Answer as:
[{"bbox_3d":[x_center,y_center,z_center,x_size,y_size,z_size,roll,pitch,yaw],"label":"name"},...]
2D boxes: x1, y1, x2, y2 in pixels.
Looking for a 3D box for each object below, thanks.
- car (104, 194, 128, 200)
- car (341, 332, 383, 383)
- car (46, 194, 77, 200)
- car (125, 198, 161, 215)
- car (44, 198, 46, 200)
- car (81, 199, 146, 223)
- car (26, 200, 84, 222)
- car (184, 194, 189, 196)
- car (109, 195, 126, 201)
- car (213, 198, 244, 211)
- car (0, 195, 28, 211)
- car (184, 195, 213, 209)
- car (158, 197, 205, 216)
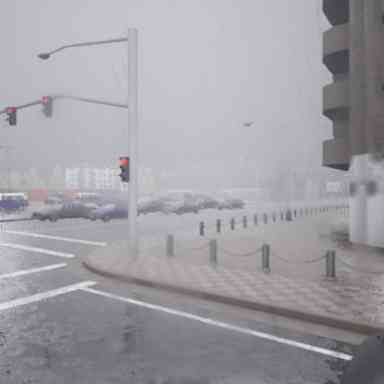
[{"bbox_3d":[-12.752,1.504,57.767,1.970,1.475,3.806,0,0,36],"label":"car"},{"bbox_3d":[3.006,1.561,1.818,4.181,1.385,1.994,0,0,36],"label":"car"},{"bbox_3d":[-26.503,1.286,67.587,1.932,1.855,4.605,0,0,36],"label":"car"},{"bbox_3d":[-4.474,1.631,35.659,2.033,1.411,5.357,0,0,35],"label":"car"},{"bbox_3d":[-28.814,1.501,69.335,1.784,1.438,3.905,0,0,36],"label":"car"},{"bbox_3d":[-6.278,1.606,27.099,1.812,1.442,4.674,0,0,36],"label":"car"},{"bbox_3d":[-10.342,1.634,27.473,2.033,1.411,5.357,0,0,36],"label":"car"},{"bbox_3d":[-0.332,1.257,70.343,1.905,1.878,3.866,0,0,36],"label":"car"},{"bbox_3d":[-18.602,1.528,83.507,1.970,1.475,3.806,0,0,36],"label":"car"},{"bbox_3d":[5.056,1.581,42.919,1.837,1.490,4.892,0,0,36],"label":"car"},{"bbox_3d":[-26.270,1.516,48.901,1.970,1.475,3.806,0,0,36],"label":"car"},{"bbox_3d":[1.504,1.559,43.979,1.882,1.535,5.008,0,0,36],"label":"car"},{"bbox_3d":[-1.006,1.604,34.471,1.812,1.442,4.674,0,0,36],"label":"car"}]
